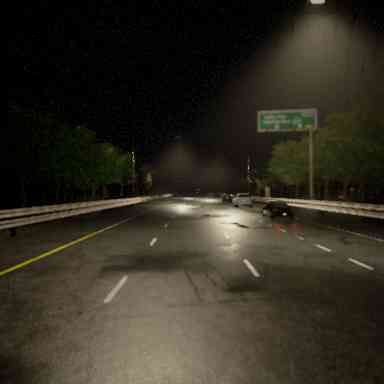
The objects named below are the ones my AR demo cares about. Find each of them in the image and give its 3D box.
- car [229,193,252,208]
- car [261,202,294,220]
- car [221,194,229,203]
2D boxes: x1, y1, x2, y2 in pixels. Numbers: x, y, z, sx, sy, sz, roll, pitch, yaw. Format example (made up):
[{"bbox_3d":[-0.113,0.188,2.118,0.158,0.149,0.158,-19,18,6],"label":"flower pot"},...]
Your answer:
[{"bbox_3d":[7.092,1.205,47.575,2.150,2.045,5.566,0,0,0],"label":"car"},{"bbox_3d":[7.039,1.516,27.552,1.812,1.442,4.674,0,0,0],"label":"car"},{"bbox_3d":[7.145,1.295,68.645,2.097,1.767,4.553,0,0,0],"label":"car"}]
